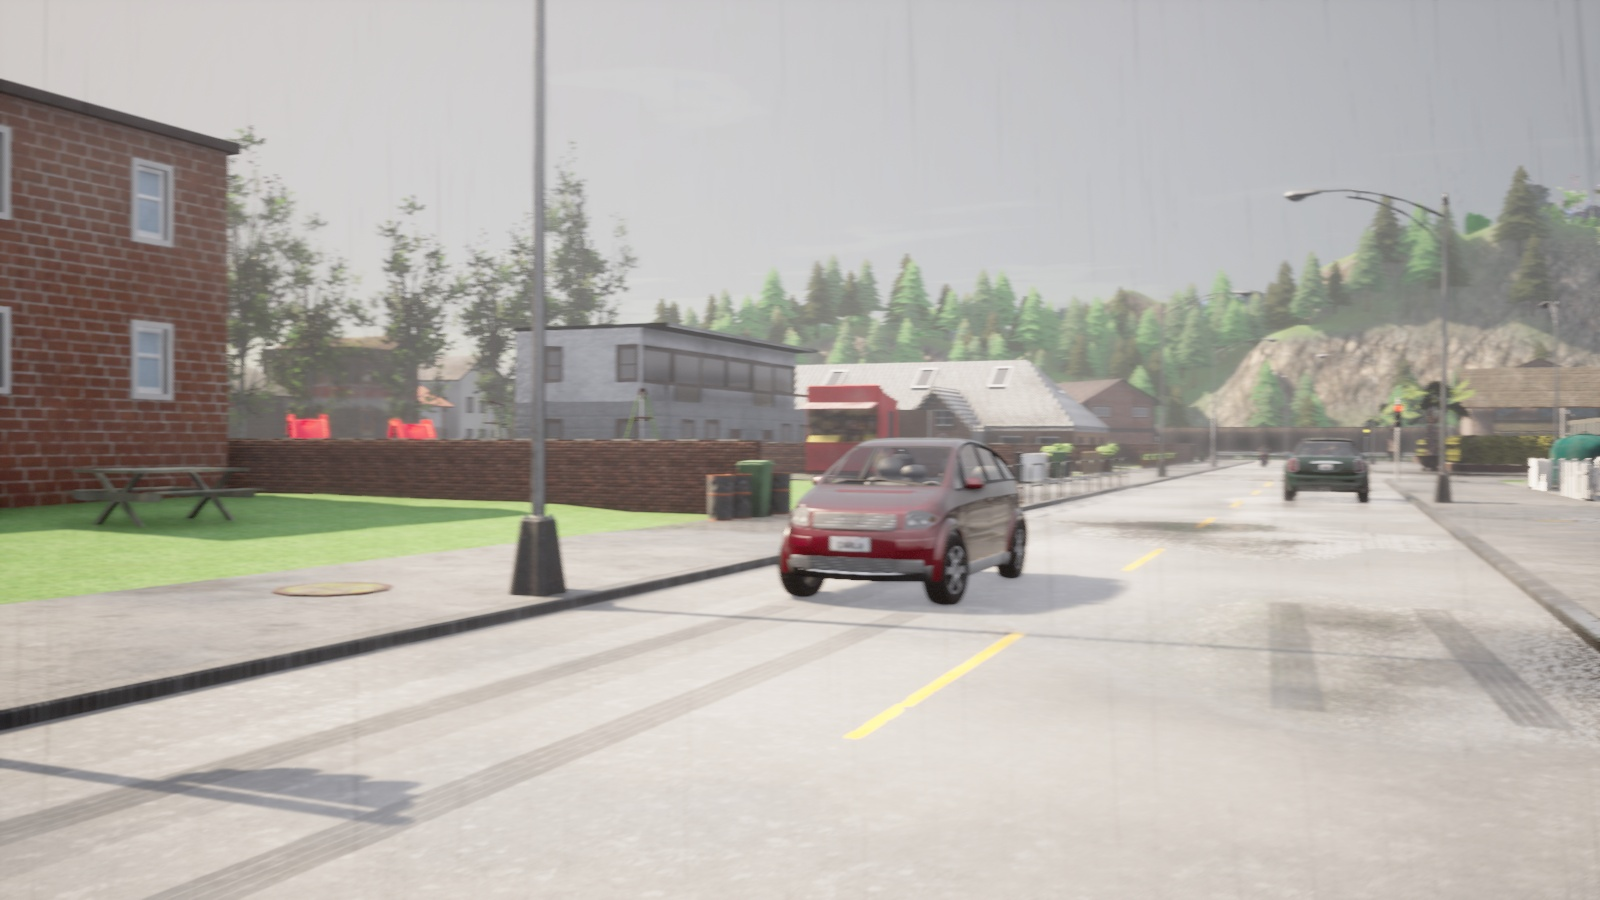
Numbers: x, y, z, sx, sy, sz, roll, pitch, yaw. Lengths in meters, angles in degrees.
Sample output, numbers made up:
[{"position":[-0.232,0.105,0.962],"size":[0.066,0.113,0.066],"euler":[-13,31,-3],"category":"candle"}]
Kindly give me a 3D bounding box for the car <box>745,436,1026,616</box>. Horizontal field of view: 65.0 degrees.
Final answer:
[{"position":[1.033,0.653,12.919],"size":[1.789,1.549,3.705],"euler":[0,0,23],"category":"car"}]

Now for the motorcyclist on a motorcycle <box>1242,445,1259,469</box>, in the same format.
[{"position":[29.175,0.458,81.312],"size":[0.866,1.530,2.191],"euler":[0,0,23],"category":"motorcyclist on a motorcycle"}]

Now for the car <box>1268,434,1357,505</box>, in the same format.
[{"position":[13.945,0.478,34.191],"size":[2.097,1.767,4.553],"euler":[0,0,22],"category":"car"}]
